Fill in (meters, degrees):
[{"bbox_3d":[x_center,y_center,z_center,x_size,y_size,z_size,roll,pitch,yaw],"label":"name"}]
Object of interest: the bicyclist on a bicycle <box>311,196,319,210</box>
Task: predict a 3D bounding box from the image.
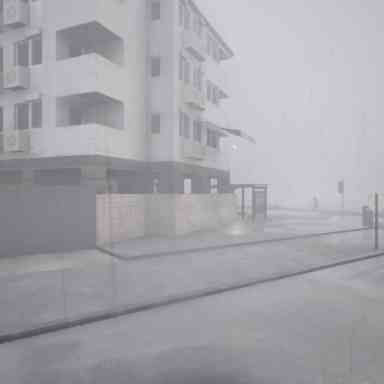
[{"bbox_3d":[14.652,1.349,39.554,1.656,1.620,0.582,0,0,-35],"label":"bicyclist on a bicycle"}]
